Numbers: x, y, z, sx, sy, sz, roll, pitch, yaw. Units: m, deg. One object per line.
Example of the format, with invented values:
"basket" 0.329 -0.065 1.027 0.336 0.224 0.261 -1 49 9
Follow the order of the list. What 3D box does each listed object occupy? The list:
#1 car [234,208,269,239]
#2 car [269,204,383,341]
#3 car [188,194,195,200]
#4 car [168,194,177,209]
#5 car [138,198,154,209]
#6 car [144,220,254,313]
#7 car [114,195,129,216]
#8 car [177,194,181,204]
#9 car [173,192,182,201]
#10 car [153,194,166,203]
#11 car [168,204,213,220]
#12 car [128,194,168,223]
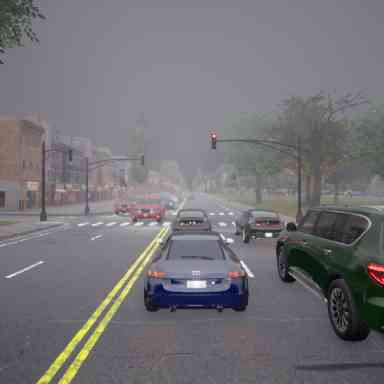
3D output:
"car" 3.262 1.581 16.503 1.837 1.490 4.892 0 0 0
"car" 3.314 1.235 6.641 2.150 2.045 5.566 0 0 0
"car" -0.167 1.304 84.399 2.128 1.511 4.902 0 0 0
"car" -3.433 1.466 43.691 2.097 1.767 4.553 0 0 0
"car" -6.694 1.609 48.955 1.812 1.442 4.674 0 1 -1
"car" 0.065 1.583 7.787 1.994 1.385 4.181 0 0 0
"car" -6.672 1.360 35.446 2.150 2.045 5.566 0 0 0
"car" -3.439 1.509 60.836 1.812 1.442 4.674 0 0 0
"car" -3.401 1.060 76.329 2.150 2.045 5.566 0 0 0
"car" -6.643 1.265 68.519 2.097 1.767 4.553 0 1 0
"car" 0.008 1.582 16.675 1.837 1.490 4.892 0 0 1
"car" -3.402 1.349 27.005 2.150 2.045 5.566 0 0 0
